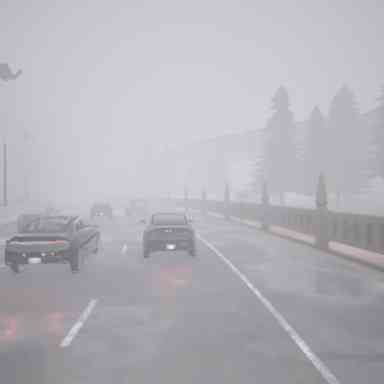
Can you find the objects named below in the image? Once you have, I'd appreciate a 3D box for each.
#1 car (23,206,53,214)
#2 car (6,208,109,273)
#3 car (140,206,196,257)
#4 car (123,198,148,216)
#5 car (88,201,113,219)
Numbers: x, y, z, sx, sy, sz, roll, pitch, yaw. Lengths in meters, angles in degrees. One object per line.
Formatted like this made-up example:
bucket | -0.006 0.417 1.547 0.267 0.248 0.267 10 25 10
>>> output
car | -9.369 1.574 20.665 1.812 1.442 4.674 0 0 -12
car | -4.217 1.514 10.788 2.128 1.511 4.902 0 0 -6
car | -0.975 1.516 13.103 1.837 1.490 4.892 0 0 -7
car | -5.769 1.393 33.772 2.097 1.767 4.553 0 0 -18
car | -8.106 1.553 29.623 1.837 1.490 4.892 0 0 -17
